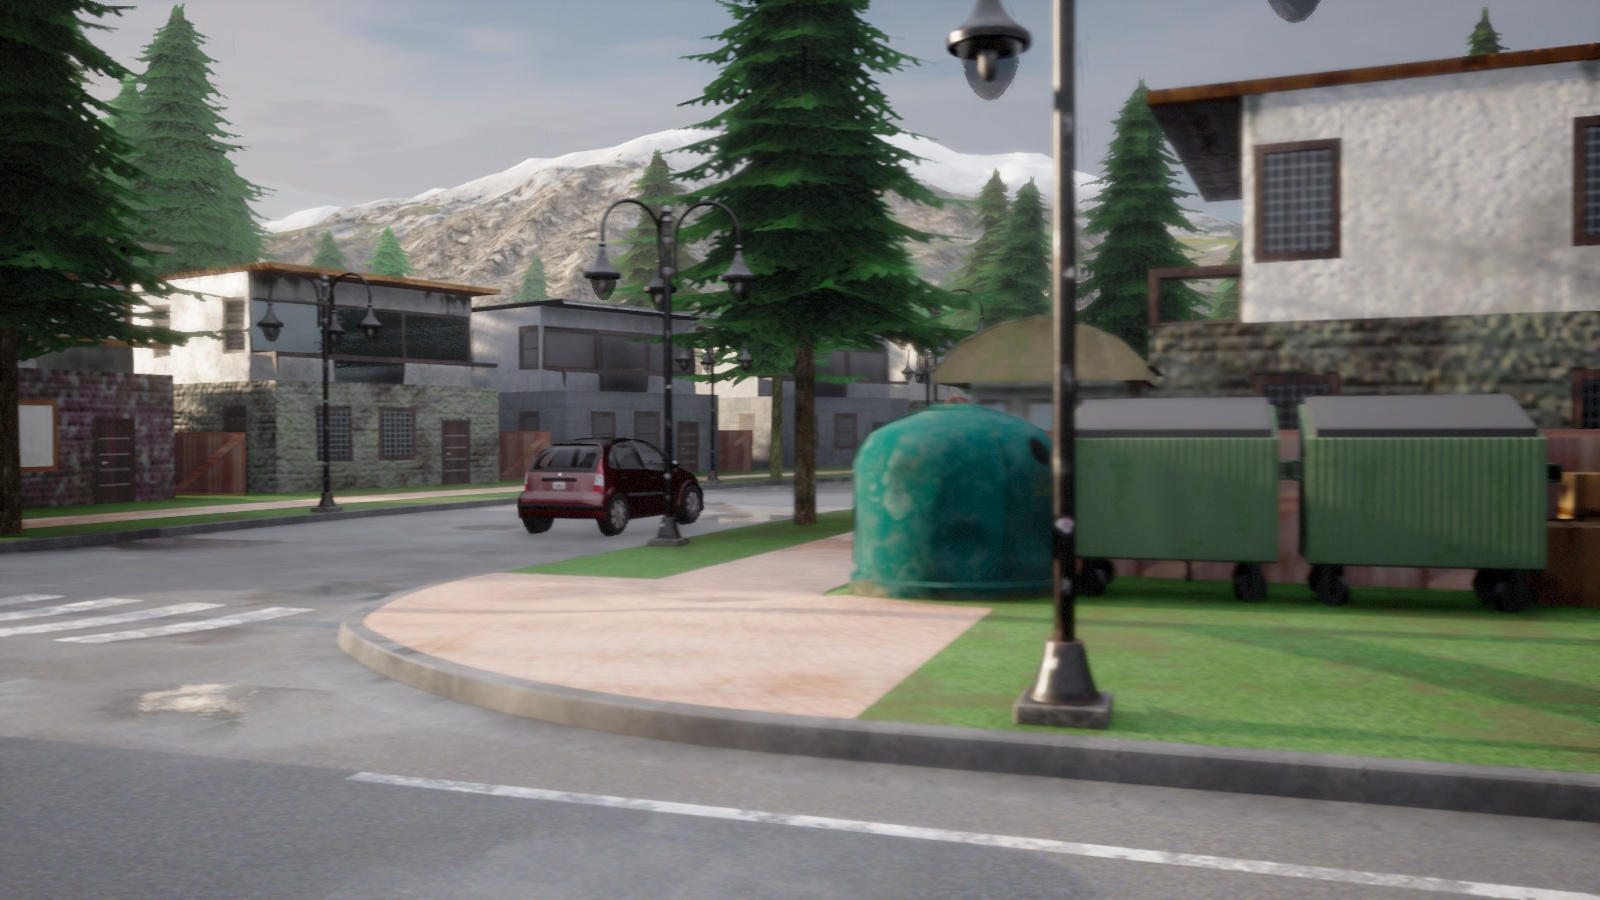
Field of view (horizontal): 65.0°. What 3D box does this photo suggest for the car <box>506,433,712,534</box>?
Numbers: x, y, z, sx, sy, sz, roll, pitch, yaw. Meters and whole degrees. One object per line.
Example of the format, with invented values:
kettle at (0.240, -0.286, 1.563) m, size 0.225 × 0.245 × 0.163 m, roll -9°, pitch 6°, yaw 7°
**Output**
car at (-3.281, 0.512, 22.376) m, size 1.851 × 1.617 × 3.988 m, roll 1°, pitch 1°, yaw 22°
